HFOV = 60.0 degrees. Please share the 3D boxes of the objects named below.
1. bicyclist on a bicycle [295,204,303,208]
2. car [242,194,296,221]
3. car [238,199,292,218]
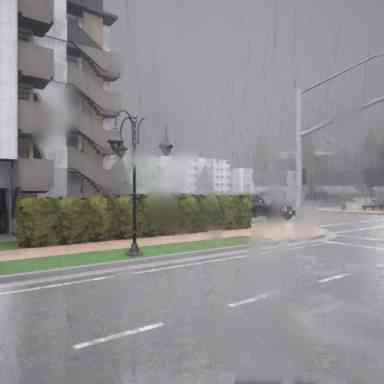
[{"bbox_3d":[13.385,1.298,41.654,1.656,1.620,0.582,0,0,-39],"label":"bicyclist on a bicycle"},{"bbox_3d":[5.740,1.220,27.303,2.150,2.045,5.566,0,0,-38],"label":"car"},{"bbox_3d":[6.845,1.476,31.621,1.882,1.535,5.008,0,0,-37],"label":"car"}]
